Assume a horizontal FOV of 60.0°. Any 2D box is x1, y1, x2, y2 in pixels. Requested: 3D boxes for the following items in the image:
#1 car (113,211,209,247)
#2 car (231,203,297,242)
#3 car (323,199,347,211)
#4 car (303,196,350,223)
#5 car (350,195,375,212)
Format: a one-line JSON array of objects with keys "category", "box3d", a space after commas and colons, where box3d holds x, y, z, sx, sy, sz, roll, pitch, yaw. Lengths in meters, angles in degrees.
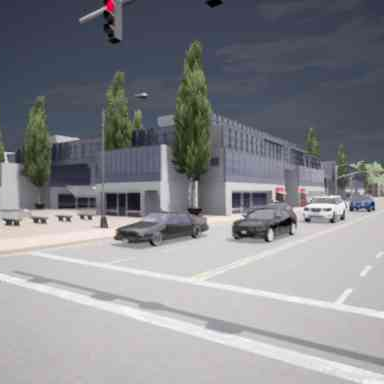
[{"category": "car", "box3d": [-1.235, 1.644, 16.089, 2.033, 1.411, 5.357, -1, 0, 36]}, {"category": "car", "box3d": [3.796, 1.551, 17.079, 1.882, 1.535, 5.008, -1, 0, 36]}, {"category": "car", "box3d": [18.738, 1.703, 43.579, 1.994, 1.385, 4.181, -1, 0, 36]}, {"category": "car", "box3d": [10.644, 1.312, 26.554, 2.150, 2.045, 5.566, -1, -1, 36]}, {"category": "car", "box3d": [20.621, 1.333, 40.236, 2.150, 2.045, 5.566, -1, -1, 36]}]
